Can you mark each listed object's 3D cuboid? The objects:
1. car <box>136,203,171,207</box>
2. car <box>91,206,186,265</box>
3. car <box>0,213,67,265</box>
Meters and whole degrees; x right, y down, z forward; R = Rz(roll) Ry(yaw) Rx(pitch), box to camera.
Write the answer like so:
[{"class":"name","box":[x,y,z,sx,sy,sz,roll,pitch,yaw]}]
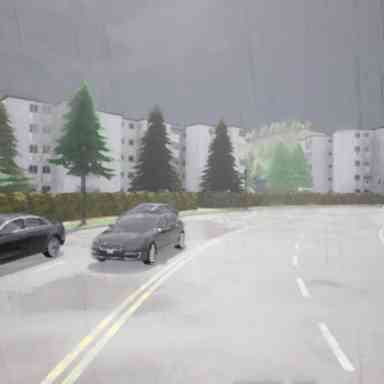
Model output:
[{"class":"car","box":[-2.465,1.398,19.762,2.128,1.511,4.902,0,0,25]},{"class":"car","box":[-1.641,1.448,11.753,1.837,1.490,4.892,0,0,16]},{"class":"car","box":[-5.716,1.420,9.821,2.128,1.511,4.902,0,0,13]}]
